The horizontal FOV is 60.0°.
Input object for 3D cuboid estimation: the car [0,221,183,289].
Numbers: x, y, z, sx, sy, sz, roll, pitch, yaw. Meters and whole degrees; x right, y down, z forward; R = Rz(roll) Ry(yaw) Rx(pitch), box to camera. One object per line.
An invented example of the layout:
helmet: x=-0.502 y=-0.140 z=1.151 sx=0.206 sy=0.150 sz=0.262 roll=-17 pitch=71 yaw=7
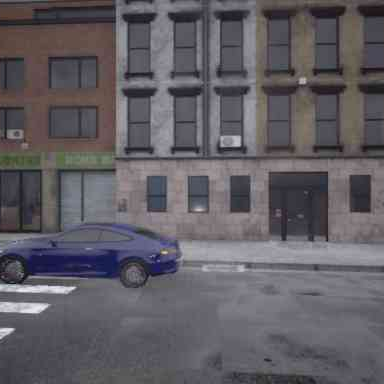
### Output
car: x=-2.561 y=1.483 z=8.519 sx=4.674 sy=1.442 sz=1.812 roll=1 pitch=0 yaw=3
